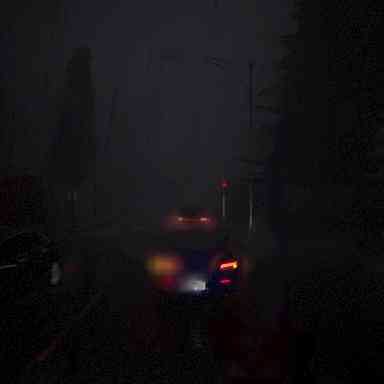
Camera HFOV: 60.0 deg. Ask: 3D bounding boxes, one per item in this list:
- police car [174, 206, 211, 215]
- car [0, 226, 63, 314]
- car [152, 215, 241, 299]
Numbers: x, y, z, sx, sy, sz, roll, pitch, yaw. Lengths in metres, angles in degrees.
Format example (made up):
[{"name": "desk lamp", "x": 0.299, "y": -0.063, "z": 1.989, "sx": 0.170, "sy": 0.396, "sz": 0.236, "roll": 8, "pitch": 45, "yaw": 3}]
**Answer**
[{"name": "police car", "x": 0.017, "y": 1.504, "z": 17.619, "sx": 2.038, "sy": 1.542, "sz": 4.974, "roll": 0, "pitch": 0, "yaw": 0}, {"name": "car", "x": -4.094, "y": 1.504, "z": 6.375, "sx": 1.837, "sy": 1.490, "sz": 4.892, "roll": 0, "pitch": 0, "yaw": 0}, {"name": "car", "x": 0.095, "y": 1.526, "z": 8.300, "sx": 1.812, "sy": 1.442, "sz": 4.674, "roll": 0, "pitch": 0, "yaw": 0}]
